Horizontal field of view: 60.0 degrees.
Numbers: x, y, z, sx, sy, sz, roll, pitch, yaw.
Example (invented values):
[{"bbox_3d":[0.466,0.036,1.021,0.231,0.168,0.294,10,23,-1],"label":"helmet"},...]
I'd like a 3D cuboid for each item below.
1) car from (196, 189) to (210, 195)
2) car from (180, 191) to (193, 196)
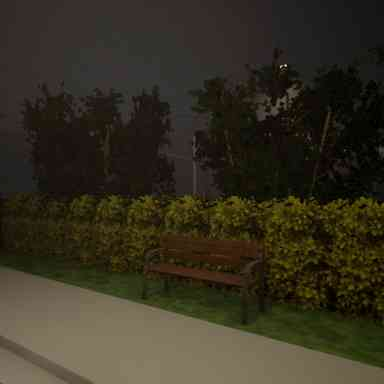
[{"bbox_3d":[3.158,0.488,66.374,2.150,2.045,5.566,0,1,35],"label":"car"},{"bbox_3d":[-0.606,0.645,67.082,2.097,1.767,4.553,0,1,35],"label":"car"}]
